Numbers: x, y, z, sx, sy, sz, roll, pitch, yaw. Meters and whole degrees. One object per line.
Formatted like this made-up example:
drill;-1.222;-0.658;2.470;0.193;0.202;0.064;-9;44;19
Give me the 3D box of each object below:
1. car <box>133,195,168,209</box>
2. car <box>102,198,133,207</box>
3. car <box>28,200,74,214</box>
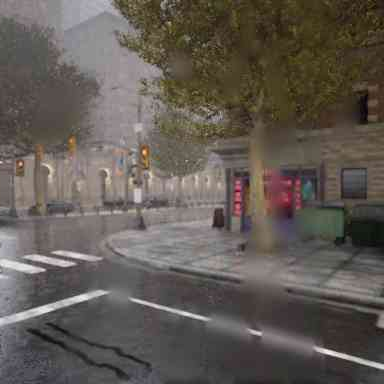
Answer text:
car;-5.154;1.280;44.416;2.097;1.767;4.553;0;0;36
car;-10.616;1.506;48.218;1.895;1.301;4.718;0;0;36
car;-13.724;1.491;32.552;1.994;1.385;4.181;0;0;36
